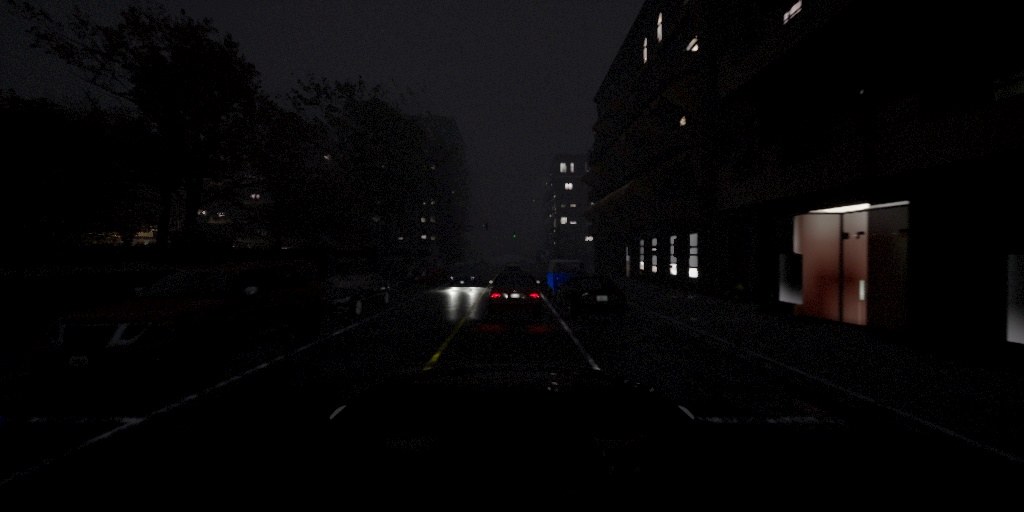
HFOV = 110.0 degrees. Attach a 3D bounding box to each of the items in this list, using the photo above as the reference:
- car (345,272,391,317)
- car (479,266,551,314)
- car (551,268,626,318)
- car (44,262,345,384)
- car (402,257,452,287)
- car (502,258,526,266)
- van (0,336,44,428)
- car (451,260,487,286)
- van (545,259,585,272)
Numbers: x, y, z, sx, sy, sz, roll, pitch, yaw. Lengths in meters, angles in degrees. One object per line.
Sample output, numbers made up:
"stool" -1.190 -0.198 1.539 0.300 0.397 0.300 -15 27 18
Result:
"car" -5.690 1.275 12.761 2.007 1.370 4.403 0 0 0
"car" 0.099 1.270 13.587 2.033 1.411 5.357 0 0 0
"car" 2.691 1.291 12.763 1.948 1.339 4.313 0 0 0
"car" -5.690 1.051 7.226 2.192 1.841 5.009 0 0 0
"car" -5.690 1.015 23.832 2.192 1.841 5.009 0 0 0
"car" 0.097 1.208 32.570 1.812 1.442 4.674 0 0 0
"van" -5.690 1.090 1.691 1.690 1.789 3.998 0 0 0
"car" -3.101 1.245 24.924 2.033 1.411 5.357 0 0 0
"van" 2.690 1.054 18.298 1.690 1.789 3.998 0 0 0
